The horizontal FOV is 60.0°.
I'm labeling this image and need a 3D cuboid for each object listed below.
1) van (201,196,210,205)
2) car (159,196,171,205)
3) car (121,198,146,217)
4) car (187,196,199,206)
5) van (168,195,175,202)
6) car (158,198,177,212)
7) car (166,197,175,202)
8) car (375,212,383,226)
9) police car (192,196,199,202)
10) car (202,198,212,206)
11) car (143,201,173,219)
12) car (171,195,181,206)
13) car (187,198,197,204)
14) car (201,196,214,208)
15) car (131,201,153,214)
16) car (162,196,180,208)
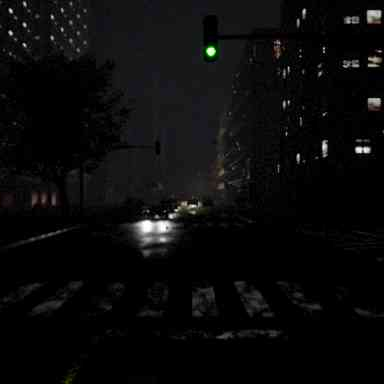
[{"bbox_3d":[2.687,1.691,66.208,1.690,1.788,3.998,0,0,0],"label":"van"},{"bbox_3d":[-5.694,1.699,71.730,2.192,1.841,5.009,0,0,0],"label":"car"},{"bbox_3d":[-5.693,1.480,33.071,2.192,1.841,5.009,0,0,0],"label":"car"},{"bbox_3d":[0.099,1.918,60.707,1.895,1.301,4.718,0,0,0],"label":"car"},{"bbox_3d":[-5.694,1.865,93.821,1.690,1.788,3.998,0,0,0],"label":"van"},{"bbox_3d":[-3.100,1.728,40.033,1.812,1.442,4.674,0,0,0],"label":"car"},{"bbox_3d":[-5.694,2.039,88.298,2.008,1.369,4.403,0,0,0],"label":"car"},{"bbox_3d":[13.425,1.438,20.089,4.403,1.369,2.008,-1,1,-1],"label":"car"},{"bbox_3d":[0.899,1.959,95.306,1.930,1.638,5.238,0,0,0],"label":"police car"},{"bbox_3d":[2.688,1.843,60.854,1.752,1.417,4.829,0,0,0],"label":"car"},{"bbox_3d":[-3.090,1.755,30.920,1.895,1.301,4.718,0,0,-1],"label":"car"},{"bbox_3d":[-3.044,1.659,58.932,2.097,1.767,4.553,0,0,0],"label":"car"},{"bbox_3d":[-0.001,1.941,72.529,1.994,1.385,4.181,0,0,0],"label":"car"},{"bbox_3d":[2.688,1.851,55.161,1.947,1.339,4.313,0,0,0],"label":"car"},{"bbox_3d":[-5.693,1.761,38.593,1.947,1.339,4.313,0,0,0],"label":"car"},{"bbox_3d":[-3.086,1.778,49.212,1.812,1.442,4.674,0,0,0],"label":"car"}]
